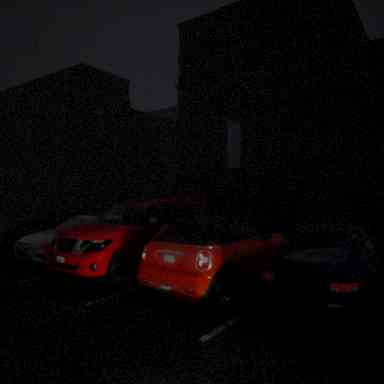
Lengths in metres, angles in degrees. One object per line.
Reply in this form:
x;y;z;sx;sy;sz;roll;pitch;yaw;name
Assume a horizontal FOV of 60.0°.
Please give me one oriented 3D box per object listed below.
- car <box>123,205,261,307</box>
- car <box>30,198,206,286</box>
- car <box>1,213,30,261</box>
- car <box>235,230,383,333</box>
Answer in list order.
0.790;1.355;8.381;2.185;1.767;4.553;0;0;36;car
-1.443;1.228;9.999;2.435;2.045;5.566;0;0;36;car
-3.661;1.518;11.640;2.002;1.452;4.674;0;0;36;car
2.936;1.521;6.865;2.002;1.452;4.674;0;0;36;car
